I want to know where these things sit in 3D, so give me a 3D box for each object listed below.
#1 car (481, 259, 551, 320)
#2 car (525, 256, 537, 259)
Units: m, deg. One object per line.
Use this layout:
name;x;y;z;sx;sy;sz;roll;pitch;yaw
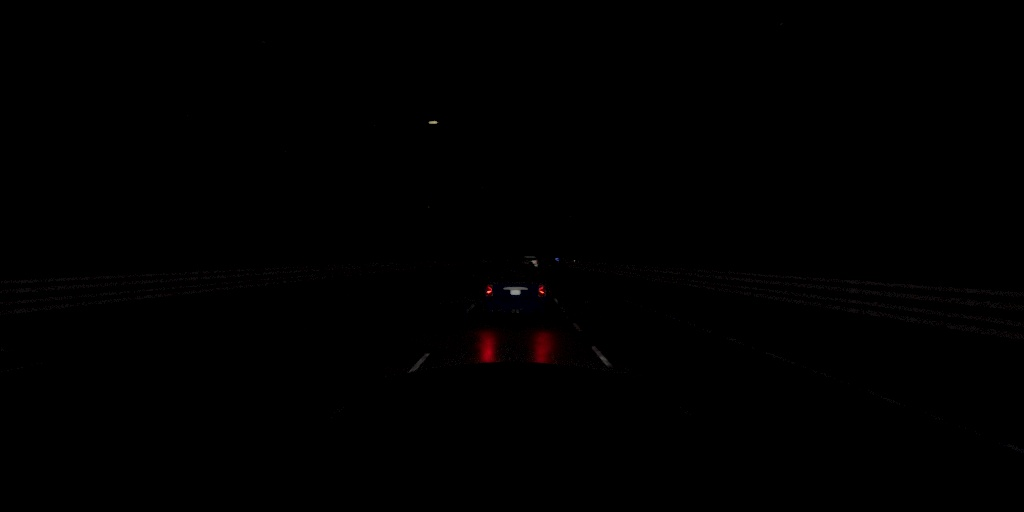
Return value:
car;0.157;1.104;12.783;2.097;1.767;4.553;0;0;1
car;2.771;1.067;52.029;2.150;2.045;5.566;0;0;6
